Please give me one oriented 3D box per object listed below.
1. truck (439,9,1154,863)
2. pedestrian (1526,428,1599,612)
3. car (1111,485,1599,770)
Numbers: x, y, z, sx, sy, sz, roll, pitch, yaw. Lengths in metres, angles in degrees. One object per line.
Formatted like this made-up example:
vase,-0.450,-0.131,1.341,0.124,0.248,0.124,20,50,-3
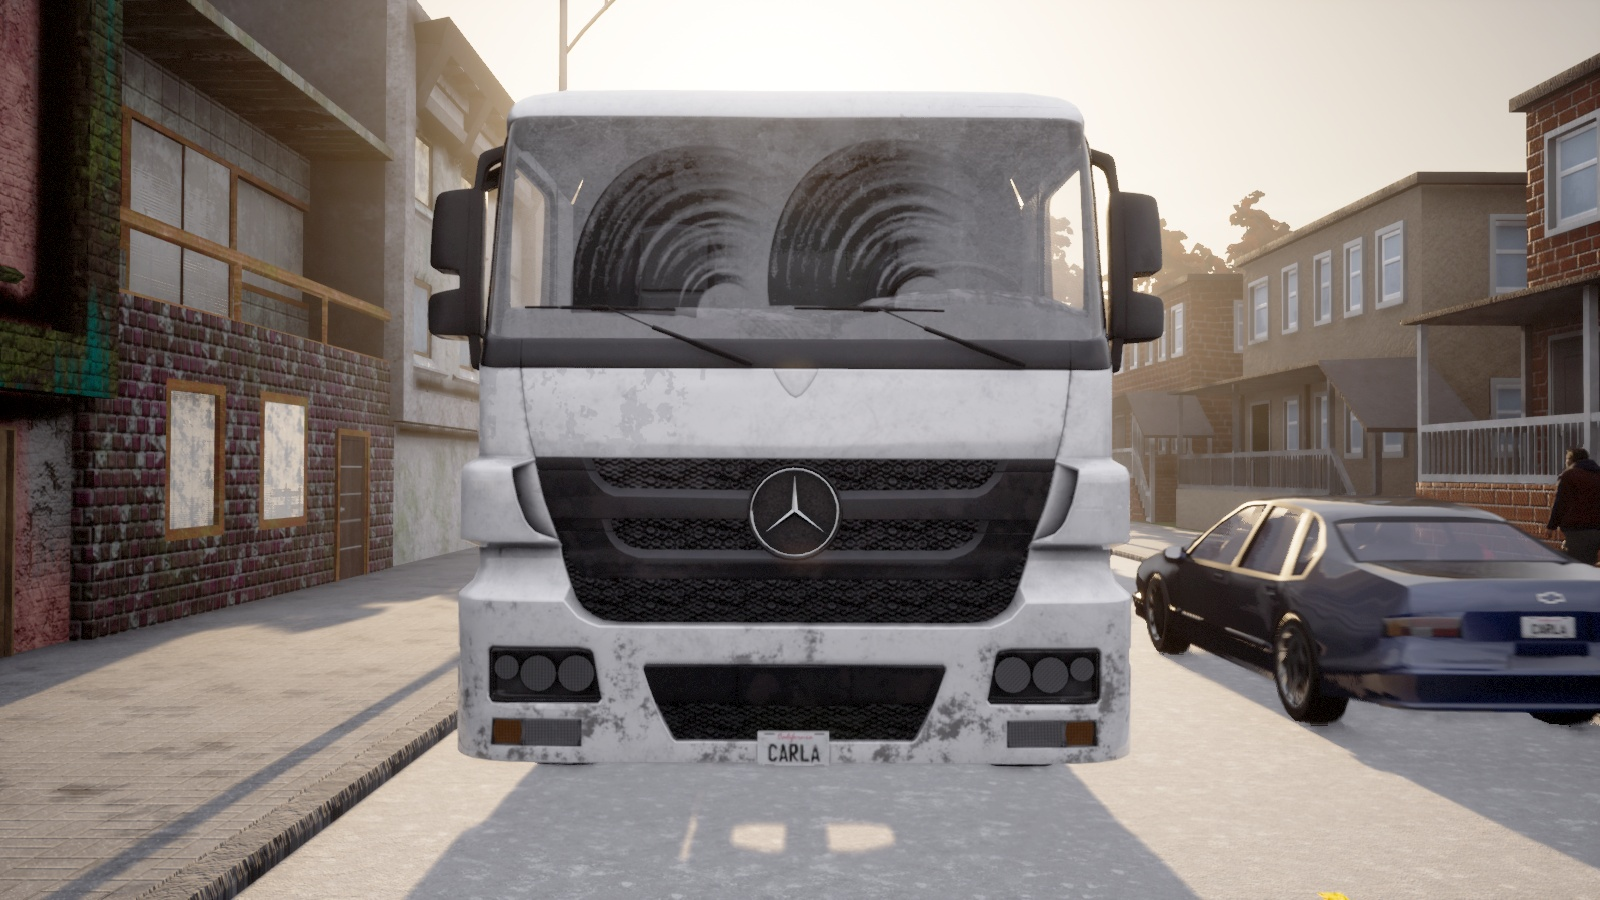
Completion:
truck,-0.025,-0.018,9.075,2.891,3.462,7.936,0,-1,0
pedestrian,8.202,0.711,13.078,0.634,1.844,0.899,0,-1,-19
car,3.978,1.001,9.228,2.033,1.411,5.357,0,-1,0
